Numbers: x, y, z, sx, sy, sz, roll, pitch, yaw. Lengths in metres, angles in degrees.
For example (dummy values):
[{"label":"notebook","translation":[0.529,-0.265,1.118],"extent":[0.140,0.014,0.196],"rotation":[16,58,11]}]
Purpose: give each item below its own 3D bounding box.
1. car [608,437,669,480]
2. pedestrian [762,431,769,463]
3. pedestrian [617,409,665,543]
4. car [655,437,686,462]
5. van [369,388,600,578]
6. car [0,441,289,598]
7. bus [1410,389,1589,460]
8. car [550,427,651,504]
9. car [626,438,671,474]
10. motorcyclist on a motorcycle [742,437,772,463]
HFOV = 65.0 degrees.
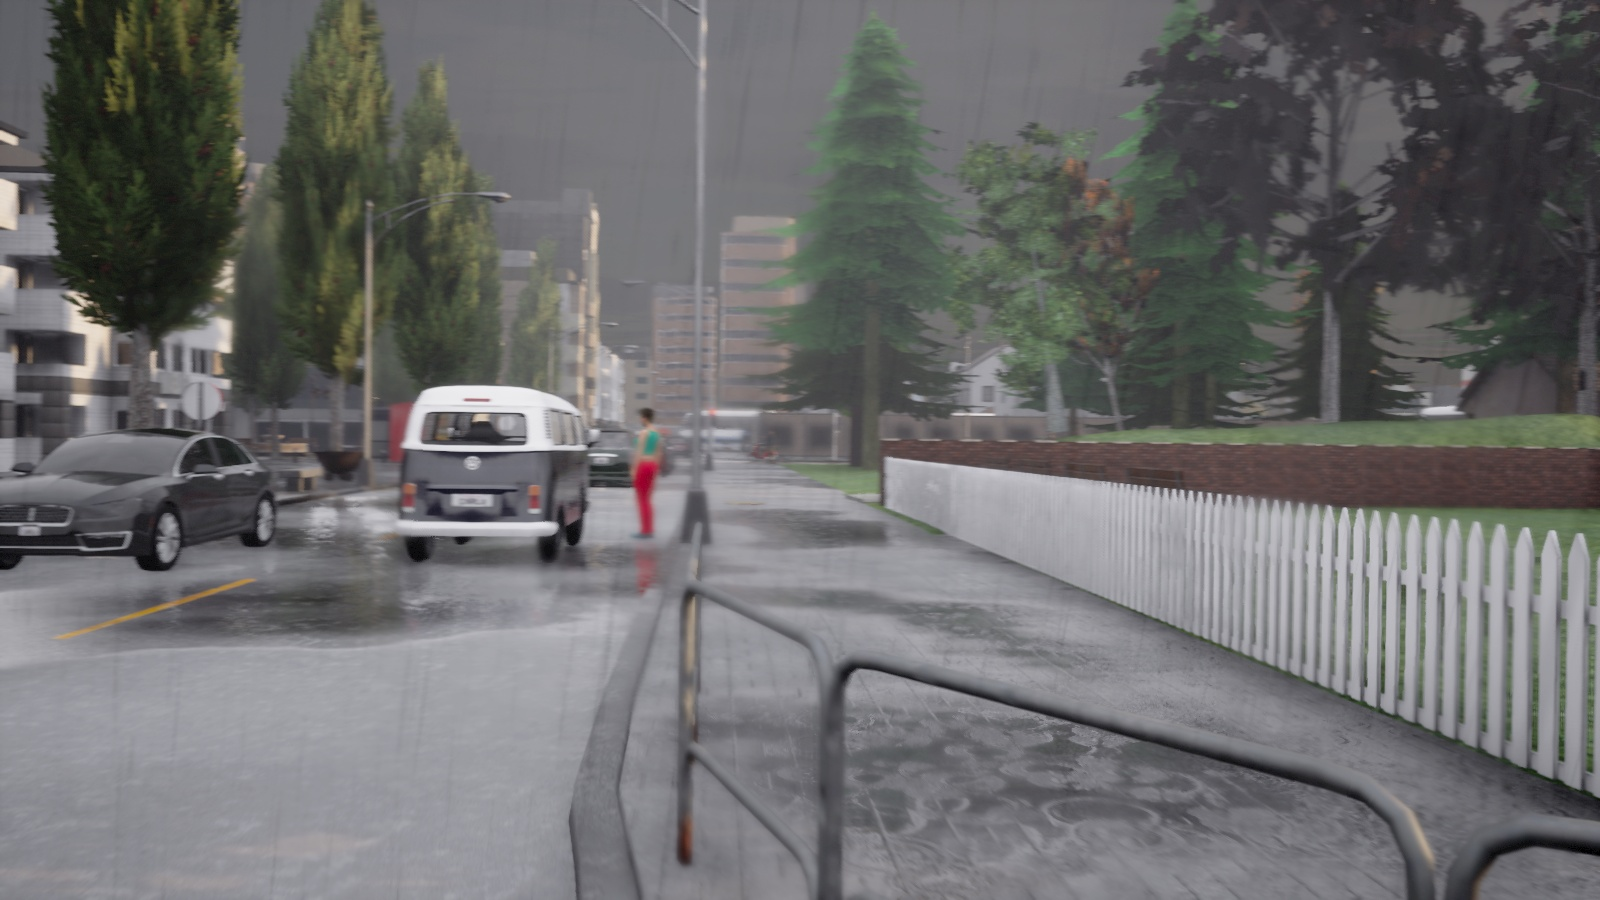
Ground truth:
[{"label":"car","translation":[-6.051,0.290,47.366],"extent":[2.007,1.525,4.514],"rotation":[0,1,-4]},{"label":"pedestrian","translation":[-2.043,-0.192,73.818],"extent":[0.402,1.842,0.726],"rotation":[0,1,-4]},{"label":"pedestrian","translation":[-2.218,0.349,17.520],"extent":[0.594,1.836,0.345],"rotation":[0,1,39]},{"label":"car","translation":[-9.084,-0.070,87.633],"extent":[2.033,1.649,4.856],"rotation":[0,1,-7]},{"label":"van","translation":[-3.767,0.335,15.859],"extent":[2.069,2.038,4.480],"rotation":[0,1,-4]},{"label":"car","translation":[-7.678,0.649,14.530],"extent":[1.837,1.490,4.892],"rotation":[0,1,-4]},{"label":"bus","translation":[45.572,-1.625,82.314],"extent":[3.944,4.253,10.273],"rotation":[-3,1,-17]},{"label":"car","translation":[-4.887,0.338,31.330],"extent":[2.097,1.767,4.553],"rotation":[0,1,-4]},{"label":"car","translation":[-6.675,0.251,55.652],"extent":[1.789,1.549,3.705],"rotation":[0,1,-4]},{"label":"motorcyclist on a motorcycle","translation":[-2.717,-0.006,79.169],"extent":[1.817,1.590,0.866],"rotation":[0,0,1]}]
